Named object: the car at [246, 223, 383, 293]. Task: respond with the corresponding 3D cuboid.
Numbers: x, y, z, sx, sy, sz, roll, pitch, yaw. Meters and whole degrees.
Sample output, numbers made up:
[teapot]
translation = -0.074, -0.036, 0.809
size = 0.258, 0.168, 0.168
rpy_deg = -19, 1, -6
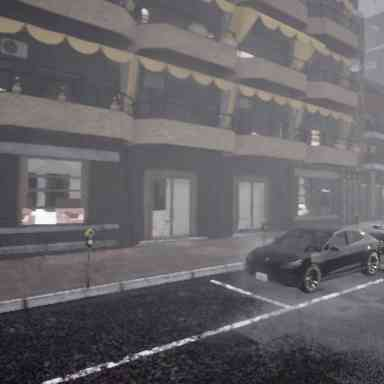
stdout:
[car]
translation = 3.391, 1.596, 8.968
size = 4.313, 1.339, 1.947
rpy_deg = 0, 1, -36
